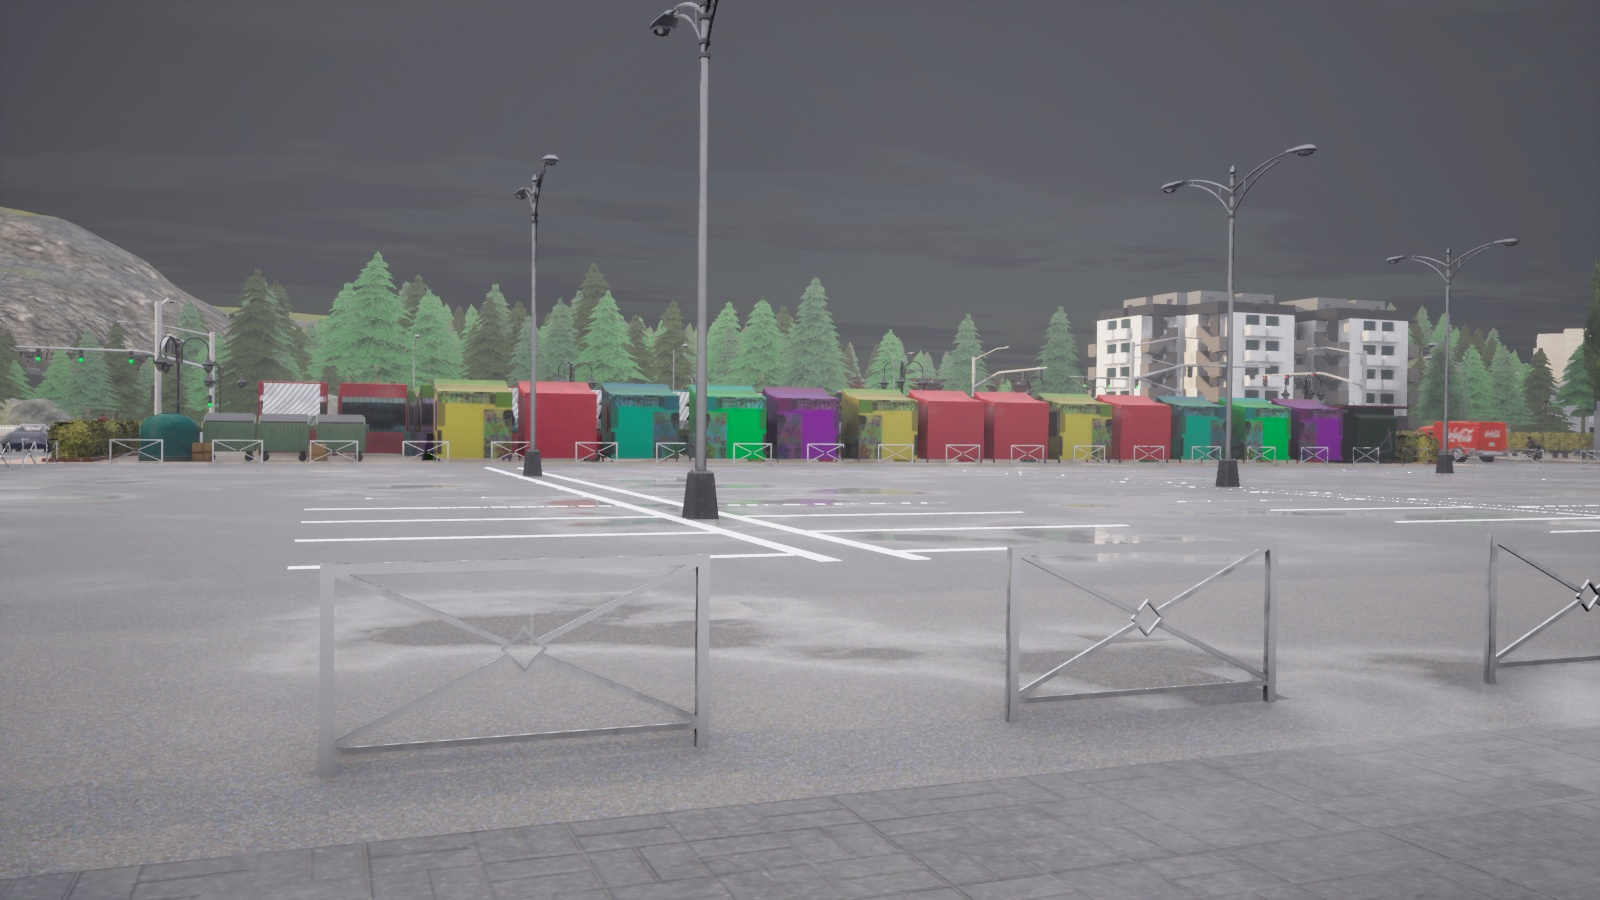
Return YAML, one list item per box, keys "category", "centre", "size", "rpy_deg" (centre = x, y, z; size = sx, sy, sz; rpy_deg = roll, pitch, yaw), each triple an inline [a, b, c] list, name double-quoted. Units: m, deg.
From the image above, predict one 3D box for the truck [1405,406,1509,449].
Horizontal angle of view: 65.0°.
- category: "truck"
  centre: [39.662, -1.354, 76.002]
  size: [2.627, 2.467, 5.204]
  rpy_deg: [-1, 1, -19]

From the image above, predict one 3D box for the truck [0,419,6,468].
- category: "truck"
  centre: [-40.667, -0.295, 60.890]
  size: [2.627, 2.467, 5.204]
  rpy_deg: [-1, 1, -21]

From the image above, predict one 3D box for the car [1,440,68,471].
- category: "car"
  centre: [-36.626, 0.223, 60.151]
  size: [1.994, 1.385, 4.181]
  rpy_deg: [-1, 1, -21]
